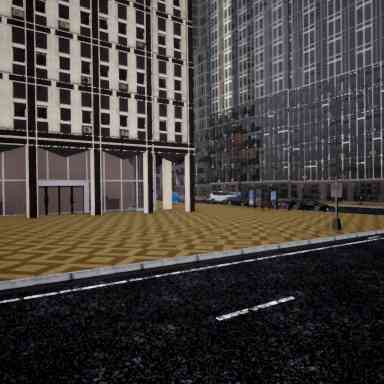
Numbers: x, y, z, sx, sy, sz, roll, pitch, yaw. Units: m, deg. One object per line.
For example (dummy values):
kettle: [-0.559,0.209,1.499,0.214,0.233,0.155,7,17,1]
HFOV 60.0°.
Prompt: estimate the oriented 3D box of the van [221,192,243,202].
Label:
van: [7.218,0.853,60.245,1.690,1.788,3.998,-1,1,-34]

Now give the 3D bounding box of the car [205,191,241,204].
car: [5.108,0.873,53.056,2.150,2.045,5.566,-1,1,-35]

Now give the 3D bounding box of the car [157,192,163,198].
car: [-5.572,0.613,79.041,2.192,1.841,5.009,0,1,-34]

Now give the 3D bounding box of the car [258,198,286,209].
car: [9.789,1.386,41.378,1.802,1.307,4.206,-1,1,-34]

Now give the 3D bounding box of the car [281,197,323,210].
car: [13.433,1.385,40.811,1.895,1.301,4.718,-1,1,-34]

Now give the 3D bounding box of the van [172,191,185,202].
van: [-2.907,0.936,60.231,1.690,1.788,3.998,0,1,-34]

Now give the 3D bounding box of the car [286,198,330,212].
car: [12.973,1.422,36.667,1.947,1.339,4.313,-1,1,-34]

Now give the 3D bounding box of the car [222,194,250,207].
car: [6.640,1.318,46.109,1.947,1.339,4.313,-1,1,-34]

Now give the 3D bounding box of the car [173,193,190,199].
car: [-2.374,0.934,74.345,1.802,1.307,4.206,0,1,-34]
